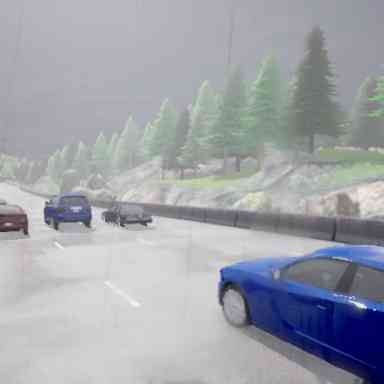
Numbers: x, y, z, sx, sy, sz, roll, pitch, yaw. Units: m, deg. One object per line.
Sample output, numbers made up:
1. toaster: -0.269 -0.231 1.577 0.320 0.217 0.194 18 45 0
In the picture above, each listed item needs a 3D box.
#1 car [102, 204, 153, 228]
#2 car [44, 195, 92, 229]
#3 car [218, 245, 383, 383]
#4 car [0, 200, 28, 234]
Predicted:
1. car: -4.448 1.511 22.246 2.033 1.411 5.357 0 0 -32
2. car: -8.119 1.179 21.535 2.150 2.045 5.566 0 0 -32
3. car: 2.316 1.476 4.559 1.882 1.535 5.008 0 0 -32
4. car: -10.207 1.436 18.249 1.882 1.535 5.008 0 0 -32
